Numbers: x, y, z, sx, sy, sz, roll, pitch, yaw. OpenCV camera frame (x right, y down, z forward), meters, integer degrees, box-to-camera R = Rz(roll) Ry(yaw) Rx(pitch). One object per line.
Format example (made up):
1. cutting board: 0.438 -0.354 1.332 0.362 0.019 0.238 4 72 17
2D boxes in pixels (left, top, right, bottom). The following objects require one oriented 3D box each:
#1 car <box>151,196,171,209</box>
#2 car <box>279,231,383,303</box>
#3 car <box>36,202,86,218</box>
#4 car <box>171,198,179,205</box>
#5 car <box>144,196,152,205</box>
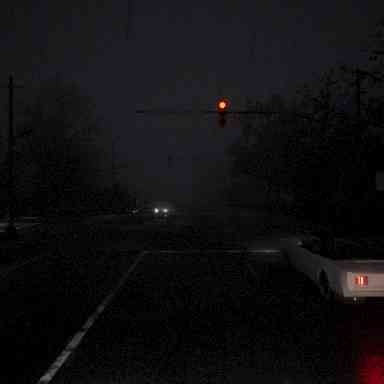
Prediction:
1. car: -4.324 1.675 46.344 1.994 1.385 4.181 0 -1 -4
2. car: 3.587 1.601 8.152 1.895 1.301 4.718 0 0 0
3. car: -11.852 1.603 30.321 4.181 1.385 1.994 0 0 -7
4. car: -5.056 2.126 73.620 1.882 1.535 5.008 0 -1 -19
5. car: -9.454 1.944 76.085 2.150 2.045 5.566 0 -1 -19
